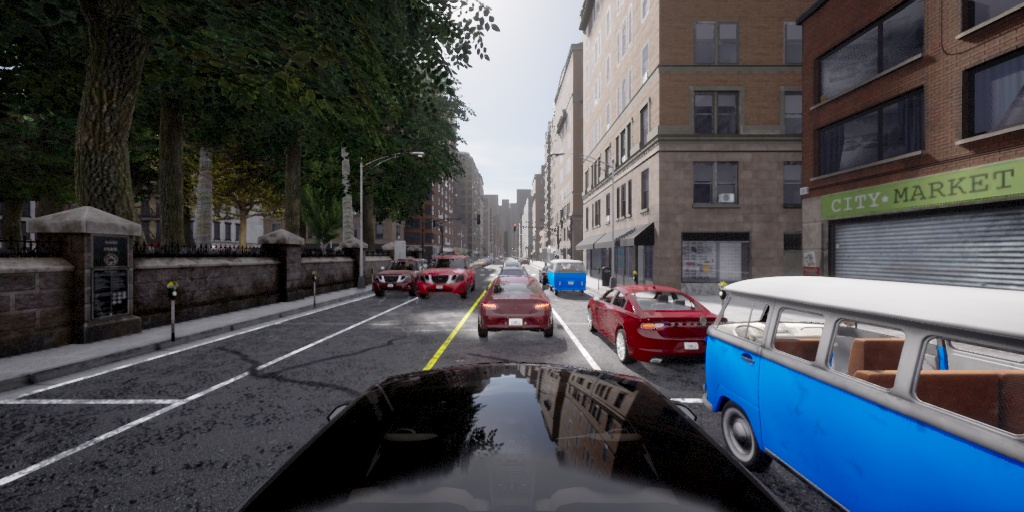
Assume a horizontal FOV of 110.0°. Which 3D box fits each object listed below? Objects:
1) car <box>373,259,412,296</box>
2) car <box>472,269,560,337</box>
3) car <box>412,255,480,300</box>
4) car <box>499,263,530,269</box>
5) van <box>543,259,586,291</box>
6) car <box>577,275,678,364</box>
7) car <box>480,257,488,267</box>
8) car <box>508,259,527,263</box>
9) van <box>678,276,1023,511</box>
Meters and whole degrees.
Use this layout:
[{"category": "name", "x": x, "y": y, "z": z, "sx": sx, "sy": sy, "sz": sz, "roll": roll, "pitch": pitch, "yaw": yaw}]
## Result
[{"category": "car", "x": -5.667, "y": 1.059, "z": 19.218, "sx": 2.192, "sy": 1.841, "sz": 5.009, "roll": 0, "pitch": 0, "yaw": 0}, {"category": "car", "x": 0.096, "y": 1.274, "z": 10.138, "sx": 1.812, "sy": 1.442, "sz": 4.674, "roll": 0, "pitch": 0, "yaw": 0}, {"category": "car", "x": -3.084, "y": 0.966, "z": 18.062, "sx": 2.150, "sy": 2.045, "sz": 5.566, "roll": 0, "pitch": 0, "yaw": 0}, {"category": "car", "x": 0.098, "y": 1.292, "z": 19.716, "sx": 2.033, "sy": 1.411, "sz": 5.357, "roll": 0, "pitch": 0, "yaw": 1}, {"category": "van", "x": 2.858, "y": 1.085, "z": 19.258, "sx": 1.690, "sy": 1.789, "sz": 3.998, "roll": 0, "pitch": 0, "yaw": 0}, {"category": "car", "x": 2.857, "y": 1.294, "z": 7.936, "sx": 1.888, "sy": 1.381, "sz": 4.507, "roll": 0, "pitch": 0, "yaw": 0}, {"category": "car", "x": -5.663, "y": 1.228, "z": 62.737, "sx": 1.751, "sy": 1.417, "sz": 4.829, "roll": 0, "pitch": 0, "yaw": 0}, {"category": "car", "x": 0.006, "y": 1.242, "z": 29.461, "sx": 1.837, "sy": 1.490, "sz": 4.892, "roll": 0, "pitch": 0, "yaw": 0}, {"category": "van", "x": 2.857, "y": 1.091, "z": 2.275, "sx": 1.690, "sy": 1.789, "sz": 3.998, "roll": 0, "pitch": 0, "yaw": 0}]
